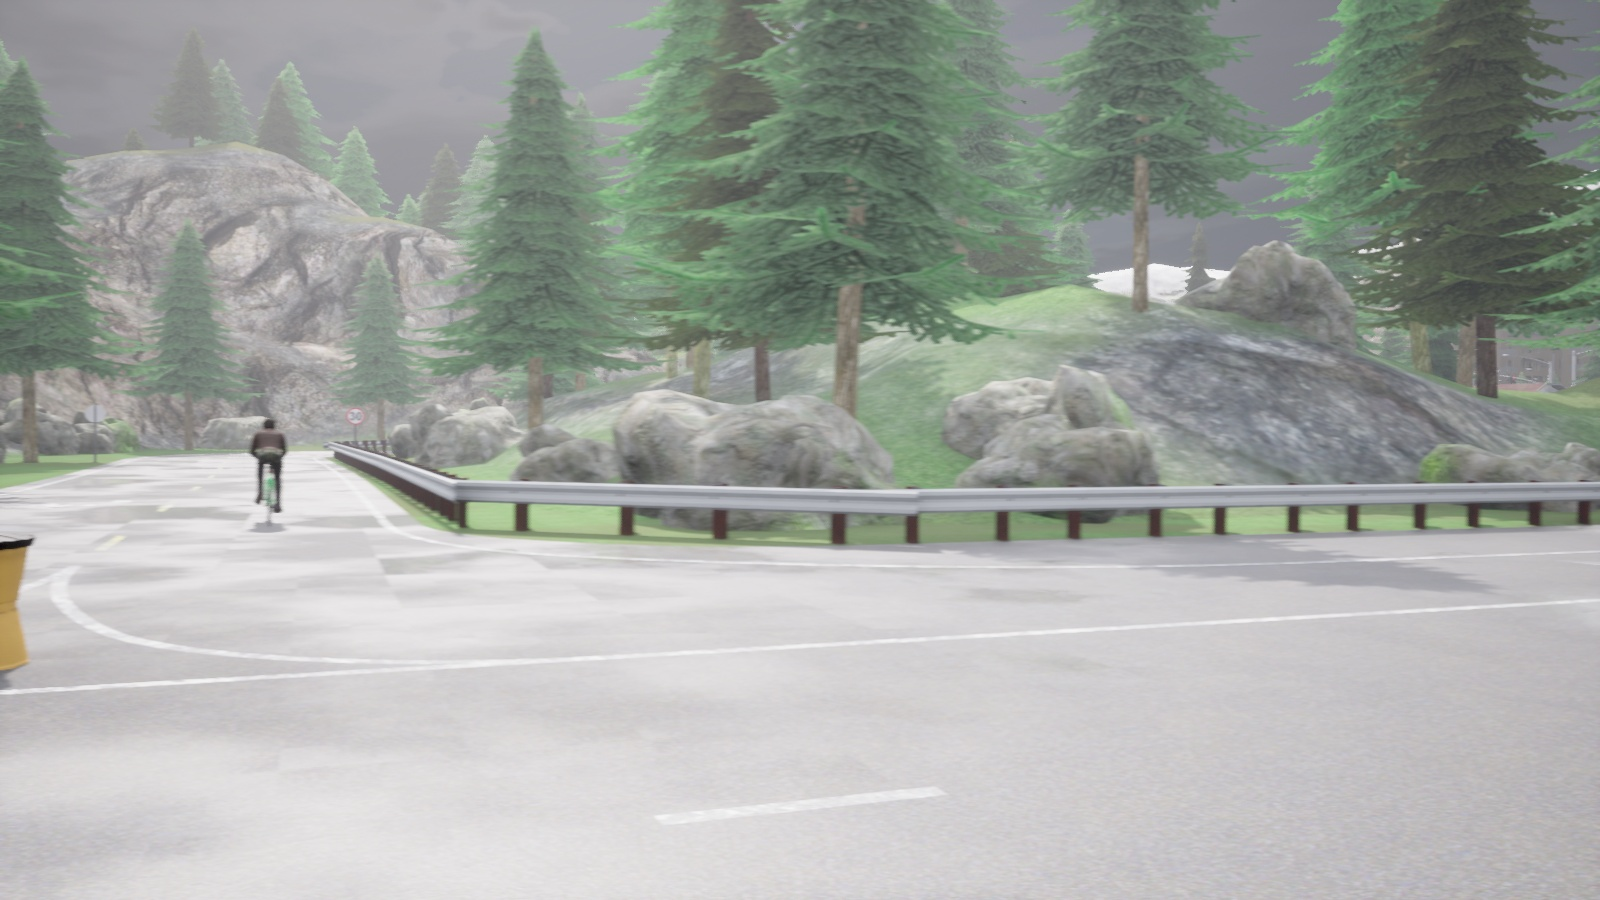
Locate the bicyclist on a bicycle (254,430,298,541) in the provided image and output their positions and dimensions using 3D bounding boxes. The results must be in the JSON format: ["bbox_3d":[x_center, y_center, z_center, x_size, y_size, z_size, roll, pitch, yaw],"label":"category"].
[{"bbox_3d":[-8.100,0.519,19.380,0.582,1.620,1.656,-1,1,-24],"label":"bicyclist on a bicycle"}]
